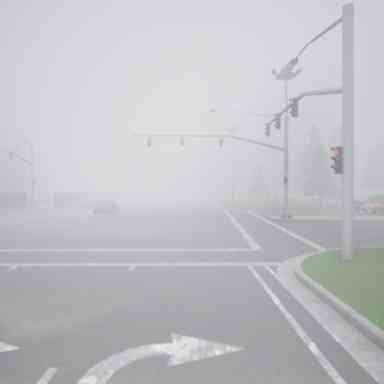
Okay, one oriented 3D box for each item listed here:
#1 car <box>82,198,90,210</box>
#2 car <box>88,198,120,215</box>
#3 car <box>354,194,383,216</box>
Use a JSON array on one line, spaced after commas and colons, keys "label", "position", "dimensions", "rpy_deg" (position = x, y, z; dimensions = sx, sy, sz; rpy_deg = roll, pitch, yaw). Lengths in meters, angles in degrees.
[{"label": "car", "position": [-12.273, 1.475, 41.473], "dimensions": [1.812, 1.442, 4.674], "rpy_deg": [0, 0, -1]}, {"label": "car", "position": [-8.366, 1.507, 32.773], "dimensions": [2.033, 1.411, 5.357], "rpy_deg": [0, 0, -4]}, {"label": "car", "position": [17.974, 1.317, 30.677], "dimensions": [4.553, 1.767, 2.097], "rpy_deg": [0, 0, -1]}]
